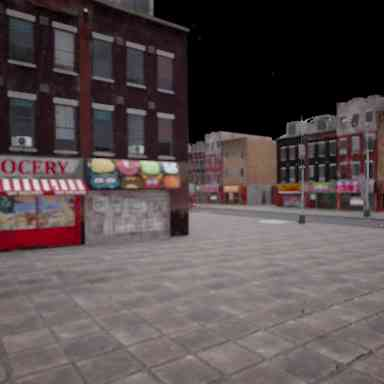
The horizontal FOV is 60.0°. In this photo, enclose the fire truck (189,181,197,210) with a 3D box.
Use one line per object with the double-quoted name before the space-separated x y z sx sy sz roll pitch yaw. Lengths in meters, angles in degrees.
"fire truck" -2.948 0.347 42.714 2.891 3.827 8.468 -1 0 -35
